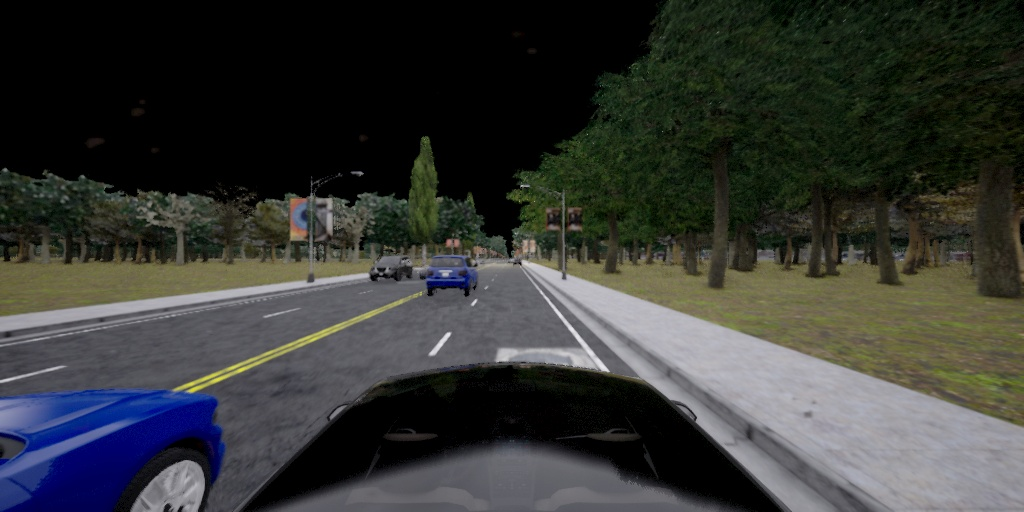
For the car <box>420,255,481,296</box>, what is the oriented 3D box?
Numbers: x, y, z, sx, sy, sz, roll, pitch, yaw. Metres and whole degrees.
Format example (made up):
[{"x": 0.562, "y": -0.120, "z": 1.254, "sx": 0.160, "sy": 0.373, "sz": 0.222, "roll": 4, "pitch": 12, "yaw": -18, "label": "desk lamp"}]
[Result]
[{"x": -3.149, "y": 0.979, "z": 19.672, "sx": 2.150, "sy": 2.045, "sz": 5.566, "roll": 0, "pitch": 0, "yaw": 0, "label": "car"}]

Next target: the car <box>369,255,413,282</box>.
[{"x": -9.846, "y": 0.981, "z": 29.726, "sx": 2.150, "sy": 2.045, "sz": 5.566, "roll": 0, "pitch": 0, "yaw": 0, "label": "car"}]

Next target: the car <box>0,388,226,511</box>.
[{"x": -3.150, "y": 1.227, "z": 0.715, "sx": 1.882, "sy": 1.535, "sz": 5.008, "roll": 0, "pitch": 0, "yaw": 0, "label": "car"}]
